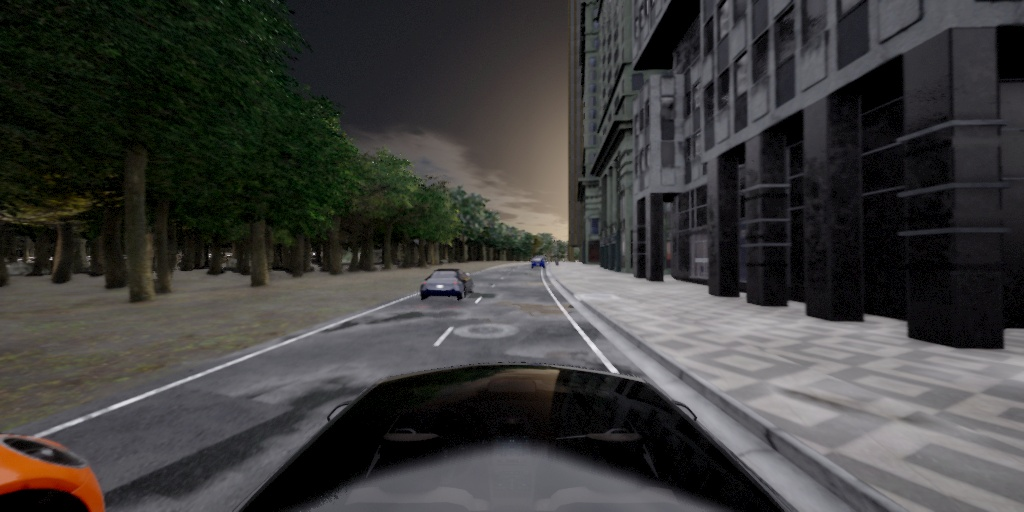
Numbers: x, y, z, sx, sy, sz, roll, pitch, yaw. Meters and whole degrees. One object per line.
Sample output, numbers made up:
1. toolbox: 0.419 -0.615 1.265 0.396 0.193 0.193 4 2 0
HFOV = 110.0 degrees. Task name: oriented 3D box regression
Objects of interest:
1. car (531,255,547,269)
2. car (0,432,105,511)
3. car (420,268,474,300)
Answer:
1. car: 3.649 0.954 49.827 1.882 1.535 5.008 0 1 6
2. car: -3.370 1.097 0.116 2.097 1.767 4.553 0 0 0
3. car: -3.089 1.302 17.693 1.994 1.385 4.181 0 0 2
